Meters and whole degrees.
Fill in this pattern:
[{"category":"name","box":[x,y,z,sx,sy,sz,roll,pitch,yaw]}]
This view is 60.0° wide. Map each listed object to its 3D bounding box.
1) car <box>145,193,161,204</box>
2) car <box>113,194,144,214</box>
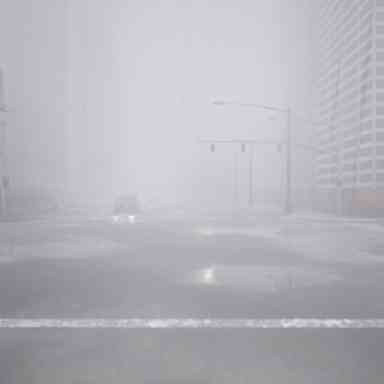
[{"category":"car","box":[-7.041,1.341,62.176,2.097,1.767,4.553,0,0,0]},{"category":"car","box":[-7.023,1.324,36.293,2.150,2.045,5.566,0,2,0]}]
